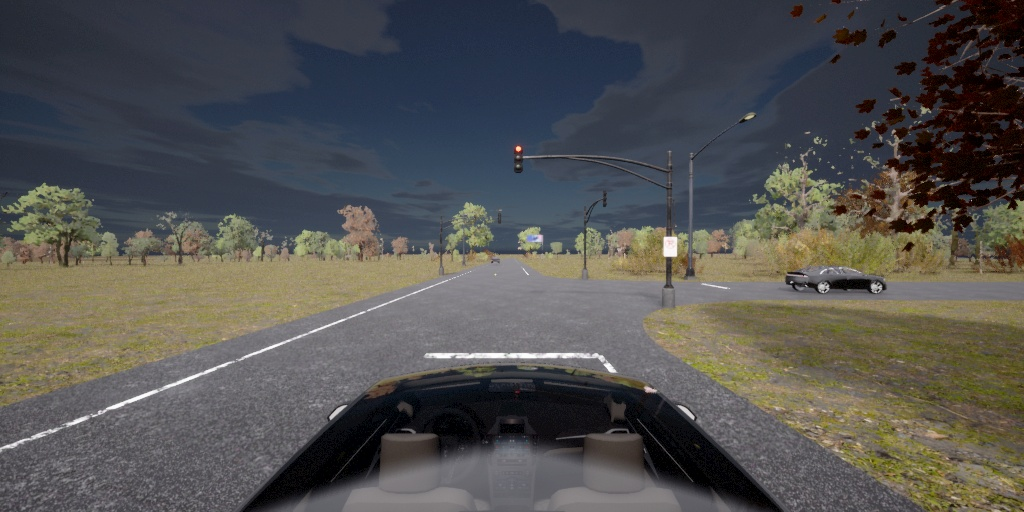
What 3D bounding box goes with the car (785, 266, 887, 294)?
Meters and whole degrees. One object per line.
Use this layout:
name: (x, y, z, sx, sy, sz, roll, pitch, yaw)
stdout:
car: (18.327, 1.308, 20.373, 4.902, 1.511, 2.128, 0, 1, 0)
